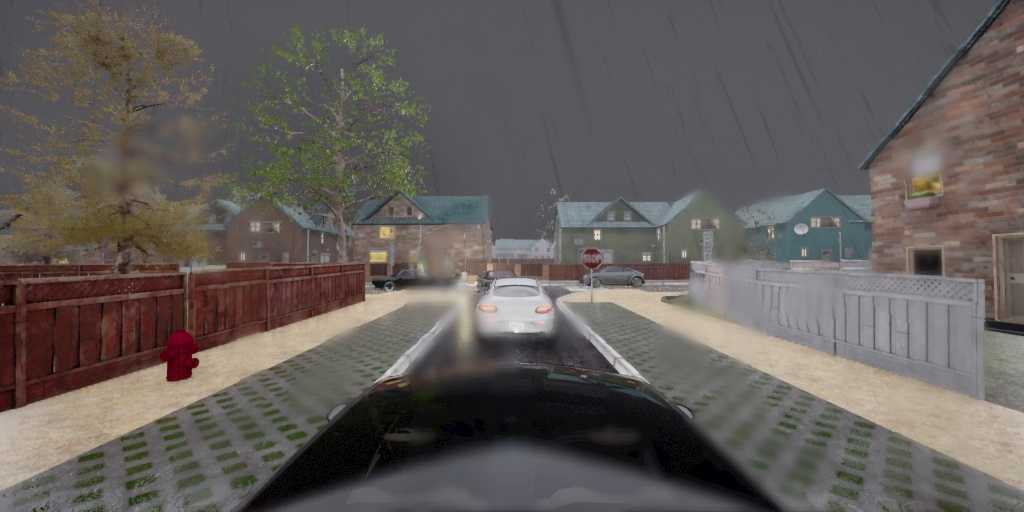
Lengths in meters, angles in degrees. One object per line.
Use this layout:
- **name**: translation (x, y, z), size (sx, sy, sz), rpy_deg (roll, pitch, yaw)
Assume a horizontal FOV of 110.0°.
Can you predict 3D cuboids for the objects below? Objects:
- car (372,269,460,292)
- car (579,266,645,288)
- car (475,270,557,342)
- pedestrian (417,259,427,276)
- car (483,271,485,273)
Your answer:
- **car**: translation (-5.482, 1.417, 20.897), size (4.718, 1.301, 1.895), rpy_deg (-1, -1, 1)
- **car**: translation (6.539, 1.344, 23.688), size (4.181, 1.385, 1.994), rpy_deg (0, -1, 1)
- **car**: translation (0.103, 1.280, 9.694), size (1.812, 1.442, 4.674), rpy_deg (0, 0, 0)
- **pedestrian**: translation (-6.701, 1.119, 26.783), size (0.375, 1.860, 0.375), rpy_deg (0, -1, 1)
- **car**: translation (-0.756, 1.366, 18.512), size (1.895, 1.301, 4.718), rpy_deg (0, -1, -12)
